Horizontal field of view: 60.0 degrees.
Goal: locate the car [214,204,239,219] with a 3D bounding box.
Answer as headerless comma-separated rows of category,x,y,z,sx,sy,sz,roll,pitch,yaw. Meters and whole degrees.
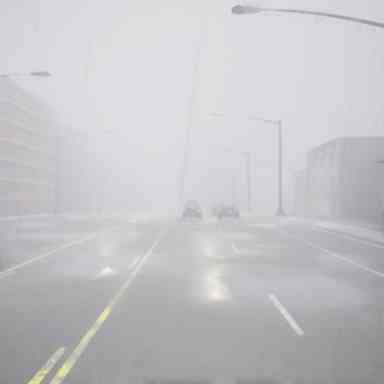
car,3.538,1.953,33.116,1.994,1.385,4.181,0,-2,0

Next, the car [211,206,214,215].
car,3.539,2.297,43.544,2.128,1.511,4.902,0,-3,1

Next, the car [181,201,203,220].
car,0.024,1.872,31.679,1.812,1.442,4.674,0,-2,1

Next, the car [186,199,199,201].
car,0.022,1.959,42.061,2.150,2.045,5.566,0,-2,1
